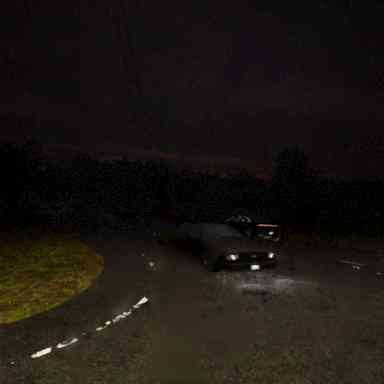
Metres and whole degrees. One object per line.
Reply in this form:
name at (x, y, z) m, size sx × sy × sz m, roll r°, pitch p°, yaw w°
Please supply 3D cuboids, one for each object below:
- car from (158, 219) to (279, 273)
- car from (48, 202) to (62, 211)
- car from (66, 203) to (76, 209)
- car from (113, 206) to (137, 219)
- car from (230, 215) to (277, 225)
car at (0.556, 1.735, 11.747) m, size 2.033 × 1.411 × 5.357 m, roll 4°, pitch -2°, yaw -28°
car at (-26.319, 2.970, 64.379) m, size 1.994 × 1.385 × 4.181 m, roll 4°, pitch -3°, yaw -21°
car at (-31.264, 3.656, 85.856) m, size 2.128 × 1.511 × 4.902 m, roll 4°, pitch -3°, yaw -28°
car at (-8.990, 2.614, 44.356) m, size 2.097 × 1.767 × 4.553 m, roll 4°, pitch -3°, yaw -28°
car at (3.408, 2.209, 21.235) m, size 2.128 × 1.511 × 4.902 m, roll 4°, pitch -3°, yaw -28°
